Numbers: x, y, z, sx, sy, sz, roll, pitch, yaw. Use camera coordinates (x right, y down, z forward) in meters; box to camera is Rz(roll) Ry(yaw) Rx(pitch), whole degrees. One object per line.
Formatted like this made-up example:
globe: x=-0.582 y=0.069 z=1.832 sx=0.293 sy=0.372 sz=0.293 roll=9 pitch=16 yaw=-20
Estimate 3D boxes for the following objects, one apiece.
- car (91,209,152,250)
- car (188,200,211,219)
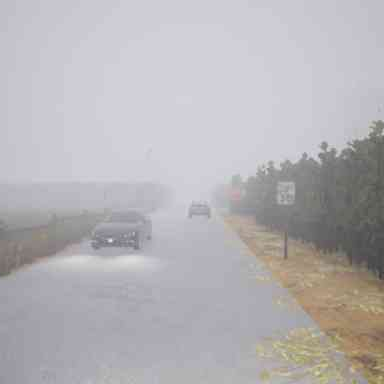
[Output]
car: x=-2.920 y=1.538 z=14.610 sx=1.837 sy=1.490 sz=4.892 roll=0 pitch=0 yaw=2
car: x=0.665 y=1.492 z=29.499 sx=2.128 sy=1.511 sz=4.902 roll=0 pitch=0 yaw=1
